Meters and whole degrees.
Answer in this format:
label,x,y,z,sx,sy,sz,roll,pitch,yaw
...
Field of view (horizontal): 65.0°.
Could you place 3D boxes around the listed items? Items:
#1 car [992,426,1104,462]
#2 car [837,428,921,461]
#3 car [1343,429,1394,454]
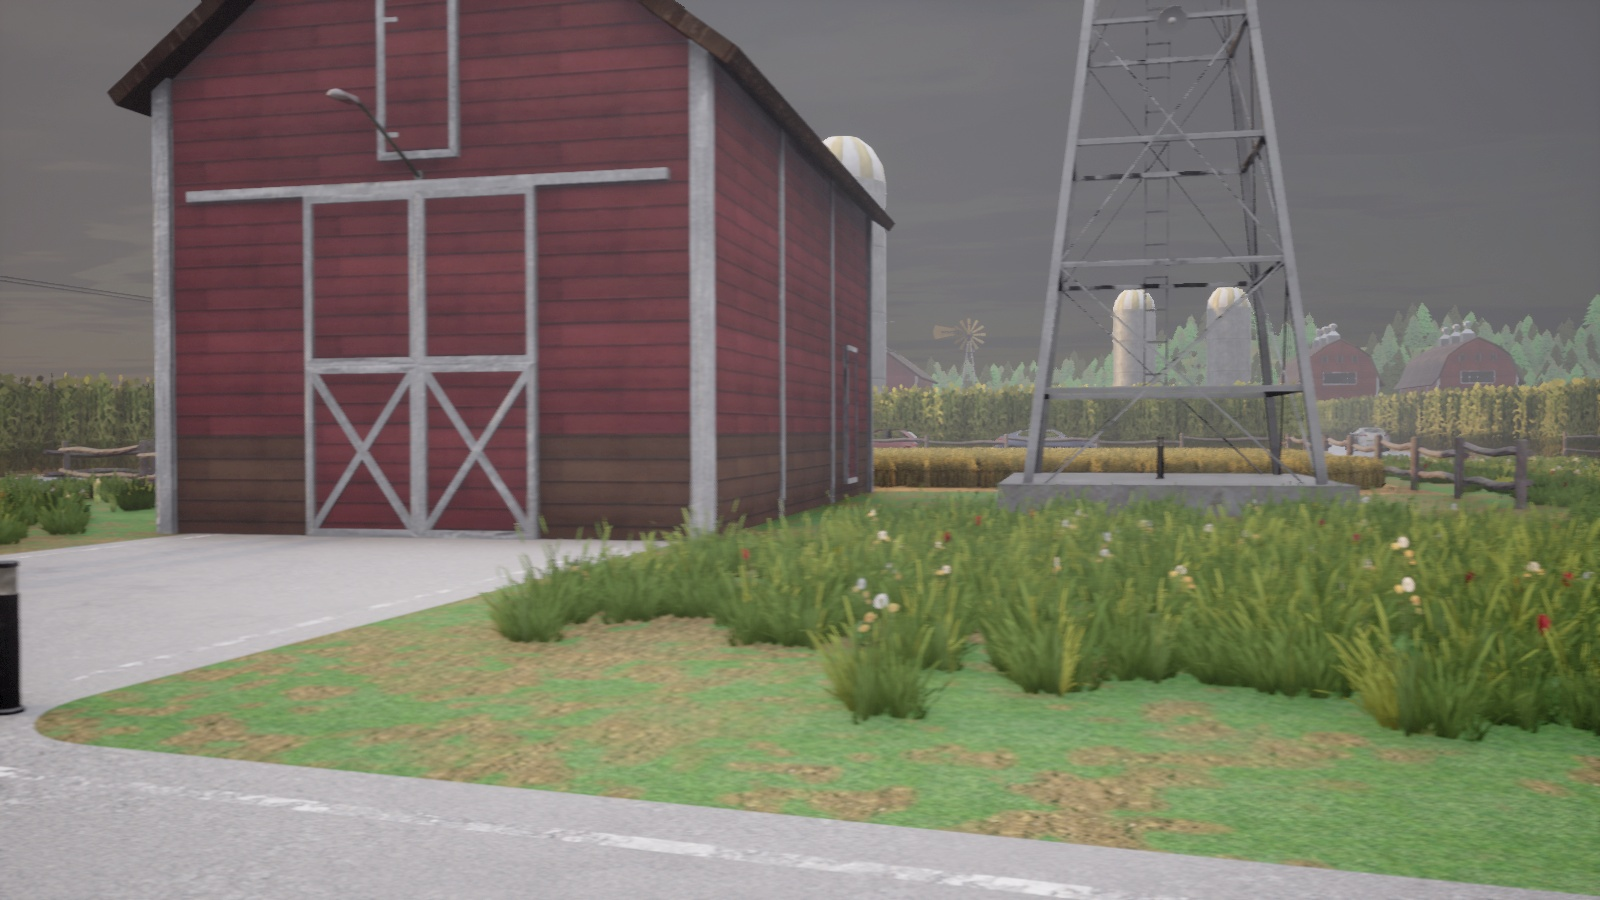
label,x,y,z,sx,sy,sz,roll,pitch,yaw
car,11.630,-0.293,58.794,5.027,1.651,2.152,0,1,13
car,4.024,-0.281,63.727,3.988,1.617,1.851,0,1,13
car,38.195,-0.615,84.474,2.152,1.651,5.027,0,1,13
